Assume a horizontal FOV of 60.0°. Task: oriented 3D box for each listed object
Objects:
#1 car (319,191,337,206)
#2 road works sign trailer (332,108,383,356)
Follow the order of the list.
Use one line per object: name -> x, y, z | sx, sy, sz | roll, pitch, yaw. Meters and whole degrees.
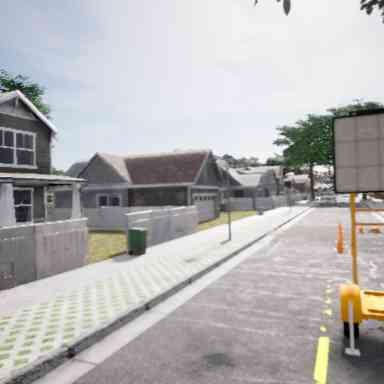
car -> 20.112, 0.915, 48.988 | 2.150, 2.045, 5.566 | -2, 0, 24
road works sign trailer -> 3.630, 0.395, 5.432 | 2.380, 3.560, 2.880 | -2, 0, 24
